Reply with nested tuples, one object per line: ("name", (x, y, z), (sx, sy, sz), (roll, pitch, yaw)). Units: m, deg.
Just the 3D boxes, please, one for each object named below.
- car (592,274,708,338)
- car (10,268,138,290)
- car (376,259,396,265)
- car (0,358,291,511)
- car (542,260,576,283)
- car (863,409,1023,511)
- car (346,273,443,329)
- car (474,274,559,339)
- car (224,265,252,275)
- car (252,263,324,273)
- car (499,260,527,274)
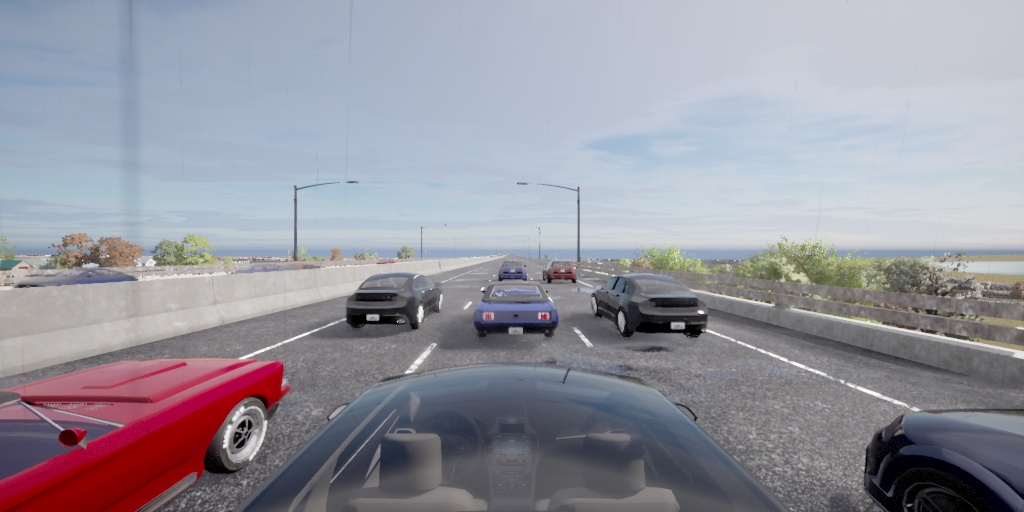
("car", (3.588, 1.252, 10.183), (1.837, 1.490, 4.892), (0, 0, 0))
("car", (-21.121, 1.307, 17.603), (1.994, 1.385, 4.181), (0, 0, 0))
("car", (-21.077, 1.205, 60.097), (1.882, 1.535, 5.008), (0, 0, 0))
("car", (-3.403, 1.351, 1.848), (1.895, 1.301, 4.718), (0, 0, 0))
("car", (3.569, 1.091, 27.716), (2.097, 1.767, 4.553), (0, 0, -1))
("car", (3.595, 1.314, 0.892), (1.994, 1.385, 4.181), (0, 0, 1))
("car", (-3.413, 1.252, 11.209), (1.837, 1.490, 4.892), (0, 0, 0))
("car", (0.088, 1.348, 10.065), (1.895, 1.301, 4.718), (0, 0, 0))
("car", (-17.632, 1.288, 25.132), (2.033, 1.411, 5.357), (0, 0, 0))
("car", (-14.130, 1.219, 23.443), (1.882, 1.535, 5.008), (0, 0, 0))
("car", (0.063, 1.091, 27.715), (2.097, 1.767, 4.553), (0, 0, 0))
